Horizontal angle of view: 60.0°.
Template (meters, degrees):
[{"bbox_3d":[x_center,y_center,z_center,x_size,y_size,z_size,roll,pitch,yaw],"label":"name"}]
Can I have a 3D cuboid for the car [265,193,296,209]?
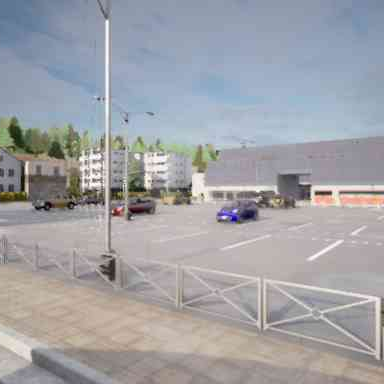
[{"bbox_3d":[10.822,1.074,39.848,1.932,1.855,4.605,0,0,35],"label":"car"}]

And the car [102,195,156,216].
[{"bbox_3d":[-5.057,1.265,28.398,2.007,1.523,4.514,0,0,35],"label":"car"}]

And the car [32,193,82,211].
[{"bbox_3d":[-14.829,1.045,36.155,1.932,1.855,4.605,0,0,35],"label":"car"}]

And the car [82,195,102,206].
[{"bbox_3d":[-14.735,1.234,48.337,2.007,1.523,4.514,0,0,35],"label":"car"}]

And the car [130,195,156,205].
[{"bbox_3d":[-7.680,1.174,51.989,1.970,1.475,3.806,0,0,35],"label":"car"}]

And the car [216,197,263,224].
[{"bbox_3d":[3.086,1.303,22.606,1.845,1.501,3.633,0,0,35],"label":"car"}]

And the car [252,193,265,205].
[{"bbox_3d":[8.210,1.049,41.185,1.905,1.878,3.866,0,0,35],"label":"car"}]

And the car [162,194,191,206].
[{"bbox_3d":[-2.248,1.105,48.556,2.152,1.636,5.027,0,0,35],"label":"car"}]
